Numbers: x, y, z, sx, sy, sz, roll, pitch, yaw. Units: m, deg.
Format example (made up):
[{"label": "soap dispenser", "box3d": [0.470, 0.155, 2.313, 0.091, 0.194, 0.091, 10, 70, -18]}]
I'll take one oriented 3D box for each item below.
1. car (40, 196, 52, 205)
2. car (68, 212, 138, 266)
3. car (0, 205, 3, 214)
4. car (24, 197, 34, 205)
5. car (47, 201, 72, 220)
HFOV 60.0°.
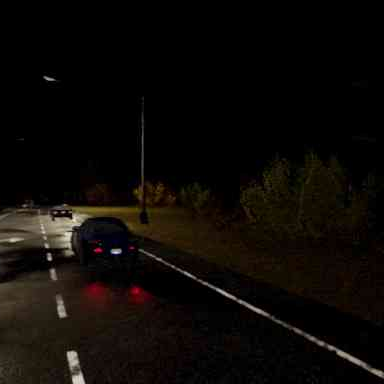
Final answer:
[{"label": "car", "box3d": [-32.960, 1.960, 75.197, 2.150, 2.045, 5.566, 1, -1, -25]}, {"label": "car", "box3d": [-3.300, 1.669, 12.235, 1.812, 1.442, 4.674, 1, -1, -25]}, {"label": "car", "box3d": [-23.460, 1.928, 38.971, 2.033, 1.411, 5.357, 0, -1, -22]}, {"label": "car", "box3d": [-36.715, 2.190, 74.951, 1.882, 1.535, 5.008, 1, -1, -25]}, {"label": "car", "box3d": [-12.518, 1.894, 31.803, 2.033, 1.411, 5.357, 1, -1, -25]}]
